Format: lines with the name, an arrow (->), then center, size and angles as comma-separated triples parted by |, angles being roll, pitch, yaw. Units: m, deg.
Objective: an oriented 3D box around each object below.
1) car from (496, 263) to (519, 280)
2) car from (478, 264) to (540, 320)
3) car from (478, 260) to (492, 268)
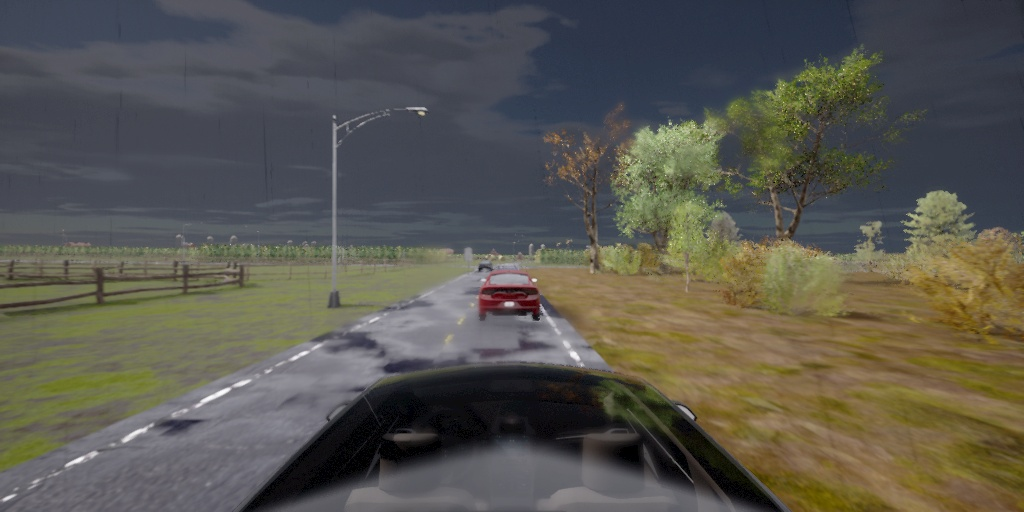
car -> -0.435, 1.364, 32.455 | 1.895, 1.301, 4.718 | 0, 0, -1
car -> -0.106, 1.231, 12.736 | 1.882, 1.535, 5.008 | 0, 0, -1
car -> -3.560, 1.314, 48.786 | 2.033, 1.411, 5.357 | 0, 0, -1
